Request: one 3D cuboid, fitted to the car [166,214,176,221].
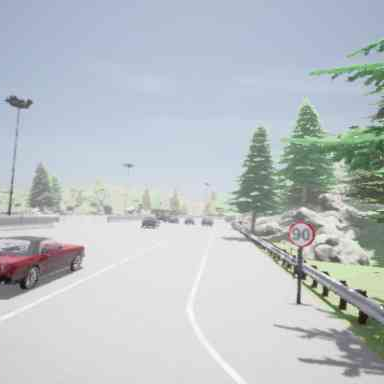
[{"bbox_3d":[-5.648,7.000,90.993,2.097,1.767,4.553,3,-4,5],"label":"car"}]

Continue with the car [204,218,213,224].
[{"bbox_3d":[4.154,7.174,82.042,1.994,1.385,4.181,3,-4,5],"label":"car"}]

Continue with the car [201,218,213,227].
[{"bbox_3d":[2.907,5.805,65.250,2.097,1.767,4.553,3,-4,5],"label":"car"}]

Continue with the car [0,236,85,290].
[{"bbox_3d":[-5.049,2.010,10.327,1.895,1.301,4.718,3,-4,5],"label":"car"}]

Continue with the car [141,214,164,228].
[{"bbox_3d":[-5.665,4.212,46.050,1.837,1.490,4.892,3,-4,5],"label":"car"}]

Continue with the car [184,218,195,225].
[{"bbox_3d":[-0.510,5.937,67.605,1.812,1.442,4.674,3,-4,5],"label":"car"}]

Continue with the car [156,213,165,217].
[{"bbox_3d":[-6.952,5.723,74.579,2.150,2.045,5.566,3,-4,5],"label":"car"}]

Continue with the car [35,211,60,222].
[{"bbox_3d":[-19.861,3.392,45.610,1.812,1.442,4.674,3,-4,5],"label":"car"}]

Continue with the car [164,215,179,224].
[{"bbox_3d":[-3.817,5.929,70.154,2.033,1.411,5.357,3,-4,5],"label":"car"}]
